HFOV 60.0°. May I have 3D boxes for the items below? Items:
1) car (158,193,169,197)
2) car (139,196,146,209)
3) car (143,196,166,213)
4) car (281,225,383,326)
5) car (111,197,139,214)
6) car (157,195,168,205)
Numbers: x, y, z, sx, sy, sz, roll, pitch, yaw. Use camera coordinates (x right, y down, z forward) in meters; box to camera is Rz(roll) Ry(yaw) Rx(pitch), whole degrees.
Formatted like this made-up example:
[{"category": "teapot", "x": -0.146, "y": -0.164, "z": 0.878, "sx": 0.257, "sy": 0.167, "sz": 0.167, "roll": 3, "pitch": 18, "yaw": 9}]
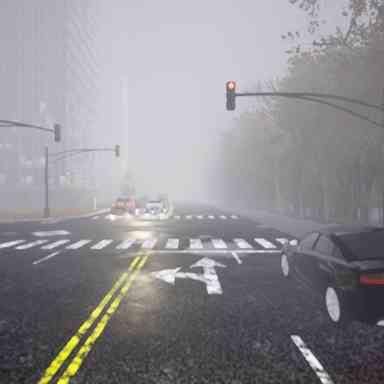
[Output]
[{"category": "car", "x": -5.471, "y": 1.268, "z": 61.457, "sx": 2.150, "sy": 2.045, "sz": 5.566, "roll": 0, "pitch": 0, "yaw": -3}, {"category": "car", "x": -7.758, "y": 1.592, "z": 44.554, "sx": 1.994, "sy": 1.385, "sz": 4.181, "roll": 0, "pitch": 0, "yaw": -2}, {"category": "car", "x": -4.179, "y": 1.548, "z": 37.399, "sx": 1.812, "sy": 1.442, "sz": 4.674, "roll": 0, "pitch": 0, "yaw": -6}, {"category": "car", "x": 3.314, "y": 1.444, "z": 7.080, "sx": 1.882, "sy": 1.535, "sz": 5.008, "roll": -3, "pitch": -1, "yaw": 1}, {"category": "car", "x": -7.377, "y": 1.373, "z": 35.888, "sx": 2.097, "sy": 1.767, "sz": 4.553, "roll": 0, "pitch": 0, "yaw": -2}, {"category": "car", "x": -4.617, "y": 1.556, "z": 46.491, "sx": 1.812, "sy": 1.442, "sz": 4.674, "roll": 0, "pitch": 0, "yaw": -3}]
